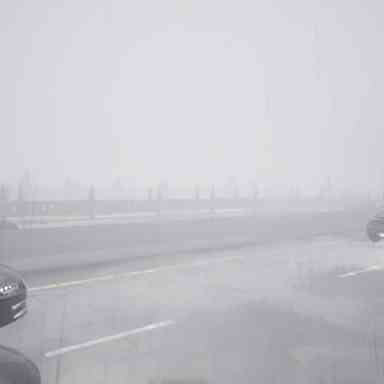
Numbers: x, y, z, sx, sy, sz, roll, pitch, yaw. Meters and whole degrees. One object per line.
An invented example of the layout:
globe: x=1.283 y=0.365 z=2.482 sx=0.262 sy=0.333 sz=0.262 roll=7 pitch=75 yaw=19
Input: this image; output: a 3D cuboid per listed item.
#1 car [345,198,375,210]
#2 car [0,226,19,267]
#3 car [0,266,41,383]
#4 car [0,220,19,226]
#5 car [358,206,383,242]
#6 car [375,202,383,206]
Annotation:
car: x=20.385 y=1.510 z=40.007 sx=4.892 sy=1.490 sz=1.837 roll=0 pitch=0 yaw=-35
car: x=-4.968 y=1.492 z=4.502 sx=4.902 sy=1.511 sz=2.128 roll=0 pitch=0 yaw=-36
car: x=-3.183 y=1.526 z=1.476 sx=4.674 sy=1.442 sz=1.812 roll=0 pitch=0 yaw=-35
car: x=-8.322 y=1.492 z=10.953 sx=4.902 sy=1.511 sz=2.128 roll=0 pitch=0 yaw=-35
car: x=9.786 y=1.508 z=15.023 sx=4.892 sy=1.490 sz=1.837 roll=0 pitch=0 yaw=-35
car: x=23.278 y=1.483 z=37.768 sx=5.008 sy=1.535 sz=1.882 roll=0 pitch=0 yaw=-35
